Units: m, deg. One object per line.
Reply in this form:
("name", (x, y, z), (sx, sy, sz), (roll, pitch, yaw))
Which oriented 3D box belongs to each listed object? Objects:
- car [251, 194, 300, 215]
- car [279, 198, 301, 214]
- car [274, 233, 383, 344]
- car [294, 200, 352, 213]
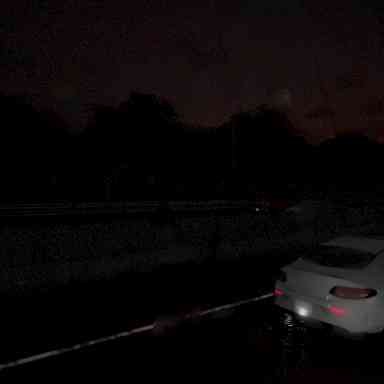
("car", (8.087, 1.209, 31.267), (5.566, 2.045, 2.150), (0, 0, -36))
("car", (9.816, 1.513, 28.201), (4.674, 1.442, 1.812), (0, 0, -35))
("car", (3.520, 1.521, 6.261), (4.674, 1.442, 1.812), (0, 0, -36))
("car", (9.716, 1.514, 23.830), (4.674, 1.442, 1.812), (0, 0, -35))
